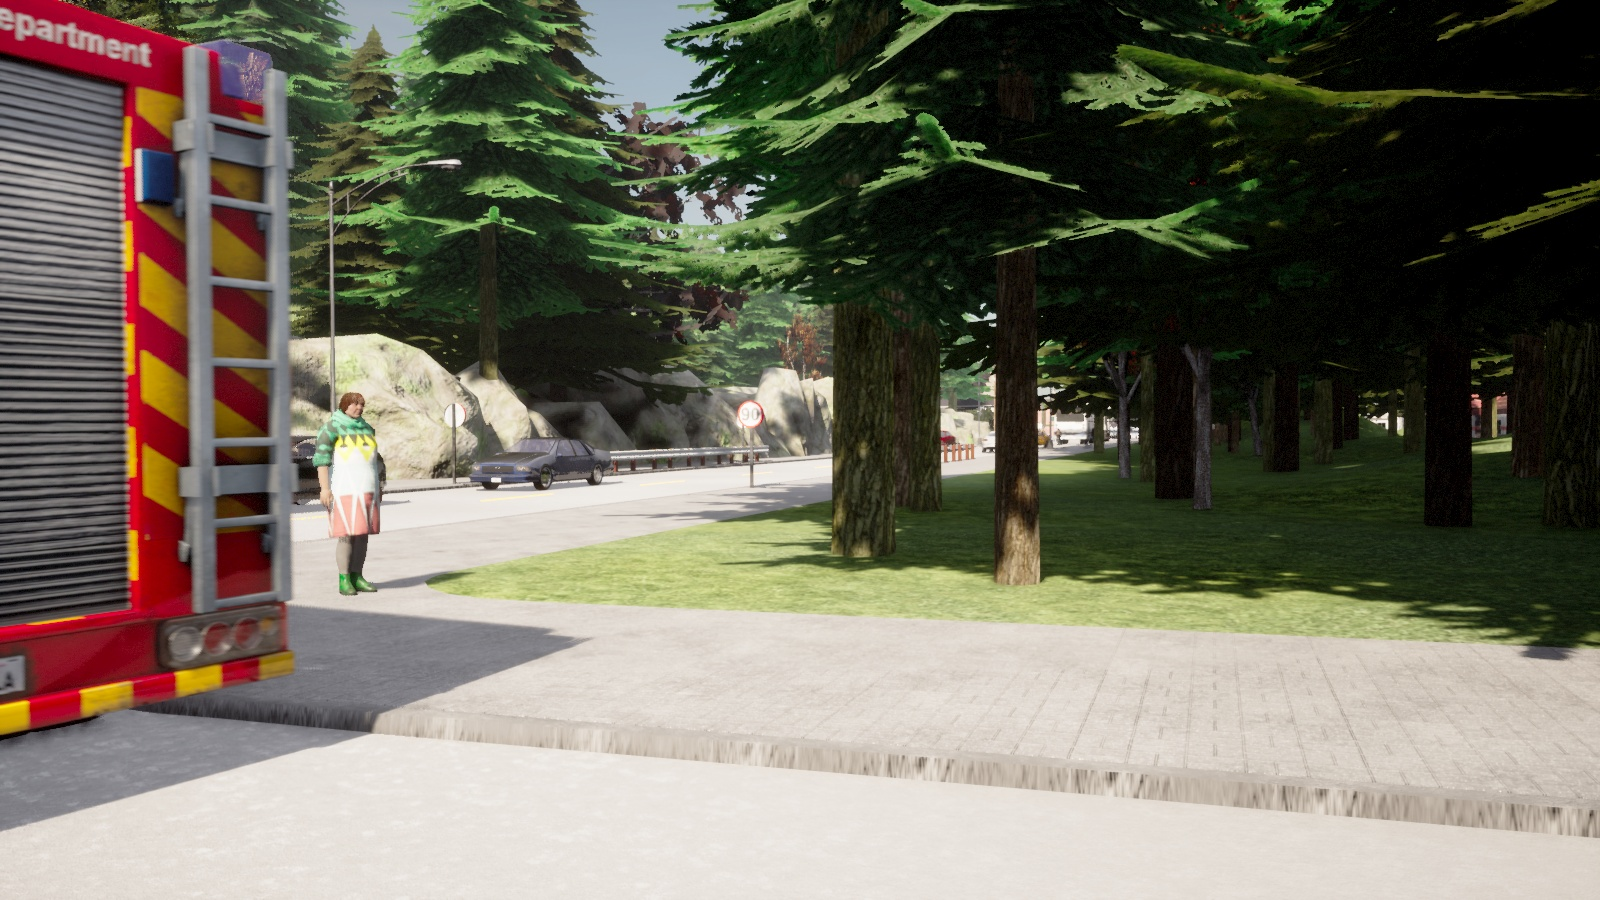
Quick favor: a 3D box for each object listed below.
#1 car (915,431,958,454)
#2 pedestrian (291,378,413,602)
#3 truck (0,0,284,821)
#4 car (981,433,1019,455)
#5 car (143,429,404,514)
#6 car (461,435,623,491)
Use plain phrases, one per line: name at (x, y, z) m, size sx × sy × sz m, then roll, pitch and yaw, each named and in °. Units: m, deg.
car at (9.248, -0.519, 84.796) m, size 1.882 × 1.535 × 5.008 m, roll 1°, pitch 1°, yaw 18°
pedestrian at (-4.079, 0.338, 11.440) m, size 0.873 × 1.952 × 0.659 m, roll 1°, pitch 1°, yaw 34°
truck at (-6.945, -0.475, 6.952) m, size 8.468 × 3.827 × 2.891 m, roll 1°, pitch 1°, yaw 29°
car at (13.553, -0.459, 85.081) m, size 1.812 × 1.442 × 4.674 m, roll 1°, pitch 1°, yaw 18°
car at (-10.290, 0.343, 25.046) m, size 2.128 × 1.511 × 4.902 m, roll 1°, pitch 1°, yaw 18°
car at (-7.050, 0.287, 35.022) m, size 2.033 × 1.411 × 5.357 m, roll 1°, pitch 1°, yaw 18°
